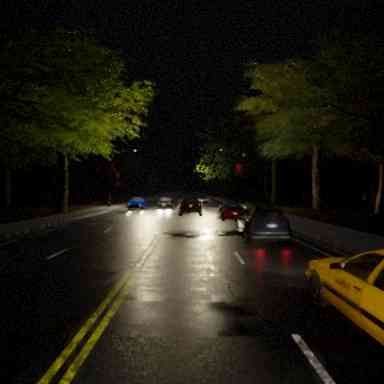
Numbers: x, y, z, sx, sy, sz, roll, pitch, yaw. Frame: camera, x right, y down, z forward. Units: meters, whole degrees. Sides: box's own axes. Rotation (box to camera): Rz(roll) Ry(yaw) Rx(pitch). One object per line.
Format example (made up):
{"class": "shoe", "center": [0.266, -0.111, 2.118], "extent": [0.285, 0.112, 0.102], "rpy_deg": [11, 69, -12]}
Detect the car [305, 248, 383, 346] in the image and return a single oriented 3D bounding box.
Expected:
{"class": "car", "center": [3.247, 1.457, 4.856], "extent": [1.801, 1.575, 5.366], "rpy_deg": [0, 0, 0]}

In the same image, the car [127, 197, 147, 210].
{"class": "car", "center": [-6.755, 1.424, 41.391], "extent": [1.882, 1.535, 5.008], "rpy_deg": [0, 0, 0]}

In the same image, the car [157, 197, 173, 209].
{"class": "car", "center": [-3.513, 1.427, 44.258], "extent": [2.128, 1.511, 4.902], "rpy_deg": [0, 0, 0]}

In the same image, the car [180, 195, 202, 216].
{"class": "car", "center": [-0.135, 1.324, 32.835], "extent": [2.097, 1.767, 4.553], "rpy_deg": [0, 0, 0]}

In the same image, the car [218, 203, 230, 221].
{"class": "car", "center": [3.173, 1.546, 26.688], "extent": [1.994, 1.385, 4.181], "rpy_deg": [0, 0, 0]}

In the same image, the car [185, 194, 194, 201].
{"class": "car", "center": [-0.555, 1.285, 73.671], "extent": [2.033, 1.411, 5.357], "rpy_deg": [0, 0, -1]}

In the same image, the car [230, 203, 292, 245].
{"class": "car", "center": [3.221, 1.426, 15.677], "extent": [2.033, 1.649, 4.856], "rpy_deg": [0, 0, 0]}

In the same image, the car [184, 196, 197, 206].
{"class": "car", "center": [-0.213, 1.425, 54.531], "extent": [2.033, 1.411, 5.357], "rpy_deg": [0, 0, -1]}
